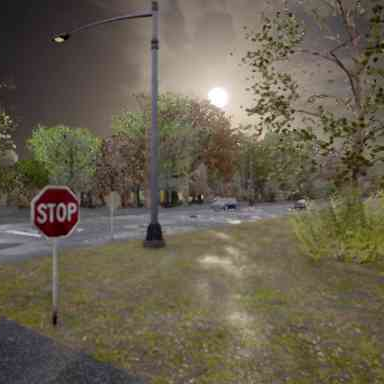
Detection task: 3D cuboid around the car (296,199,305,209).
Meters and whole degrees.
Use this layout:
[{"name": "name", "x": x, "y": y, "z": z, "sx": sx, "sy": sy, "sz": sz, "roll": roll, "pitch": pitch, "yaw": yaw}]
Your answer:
[{"name": "car", "x": 16.400, "y": 1.818, "z": 48.377, "sx": 1.812, "sy": 1.442, "sz": 4.674, "roll": 0, "pitch": 0, "yaw": 36}]

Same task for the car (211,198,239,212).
[{"name": "car", "x": 4.343, "y": 1.547, "z": 43.682, "sx": 2.097, "sy": 1.767, "sz": 4.553, "roll": 0, "pitch": -1, "yaw": 36}]
